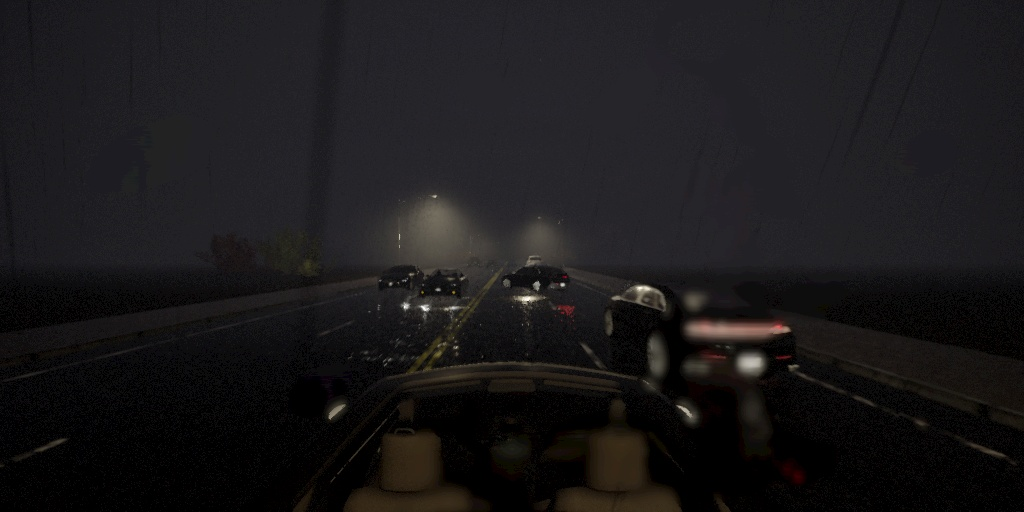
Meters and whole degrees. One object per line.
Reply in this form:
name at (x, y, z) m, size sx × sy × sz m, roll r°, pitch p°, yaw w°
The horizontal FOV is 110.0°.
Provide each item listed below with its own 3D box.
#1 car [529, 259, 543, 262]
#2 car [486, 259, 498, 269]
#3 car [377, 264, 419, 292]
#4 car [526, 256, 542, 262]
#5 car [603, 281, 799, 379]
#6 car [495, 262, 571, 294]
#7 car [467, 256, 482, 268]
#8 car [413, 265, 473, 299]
car at (3.250, 1.368, 40.290) m, size 1.994 × 1.385 × 4.181 m, roll 0°, pitch 0°, yaw 0°
car at (-3.283, 1.334, 60.093) m, size 1.837 × 1.490 × 4.892 m, roll 0°, pitch 0°, yaw 1°
car at (-6.593, 1.285, 21.910) m, size 1.837 × 1.490 × 4.892 m, roll 0°, pitch 0°, yaw 0°
car at (3.251, 1.039, 51.321) m, size 2.150 × 2.045 × 5.566 m, roll 0°, pitch 0°, yaw 0°
car at (3.249, 1.250, 7.291) m, size 2.128 × 1.511 × 4.902 m, roll 0°, pitch 0°, yaw 0°
car at (1.274, 1.283, 20.926) m, size 1.837 × 1.490 × 4.892 m, roll 0°, pitch 0°, yaw -36°
car at (-6.523, 1.062, 62.508) m, size 2.150 × 2.045 × 5.566 m, roll 0°, pitch 0°, yaw 1°
car at (-3.346, 1.339, 18.221) m, size 1.994 × 1.385 × 4.181 m, roll 0°, pitch 0°, yaw 0°
